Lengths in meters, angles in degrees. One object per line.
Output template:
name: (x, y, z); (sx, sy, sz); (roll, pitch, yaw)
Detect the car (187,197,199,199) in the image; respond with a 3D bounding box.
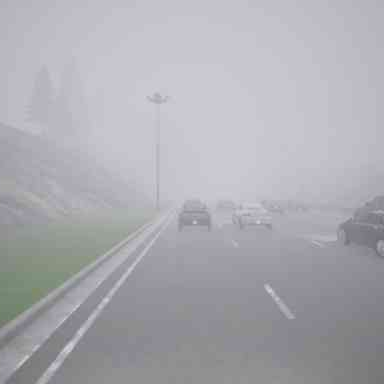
car: (0.101, 1.270, 37.995); (1.882, 1.535, 5.008); (0, 0, 0)

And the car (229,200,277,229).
car: (3.648, 1.412, 20.668); (1.812, 1.442, 4.674); (0, 0, 0)

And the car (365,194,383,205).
car: (10.654, 1.126, 17.356); (2.150, 2.045, 5.566); (0, 0, 0)

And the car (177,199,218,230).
car: (0.161, 1.382, 20.002); (2.128, 1.511, 4.902); (0, 0, 0)

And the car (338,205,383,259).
car: (7.129, 1.437, 12.287); (1.837, 1.490, 4.892); (0, 0, 0)

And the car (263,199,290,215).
car: (7.139, 1.378, 31.037); (2.033, 1.411, 5.357); (0, 0, 0)

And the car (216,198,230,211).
car: (3.606, 1.362, 36.957); (1.994, 1.385, 4.181); (0, 0, 0)

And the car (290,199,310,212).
car: (10.617, 1.410, 34.902); (1.895, 1.301, 4.718); (0, 0, 0)
